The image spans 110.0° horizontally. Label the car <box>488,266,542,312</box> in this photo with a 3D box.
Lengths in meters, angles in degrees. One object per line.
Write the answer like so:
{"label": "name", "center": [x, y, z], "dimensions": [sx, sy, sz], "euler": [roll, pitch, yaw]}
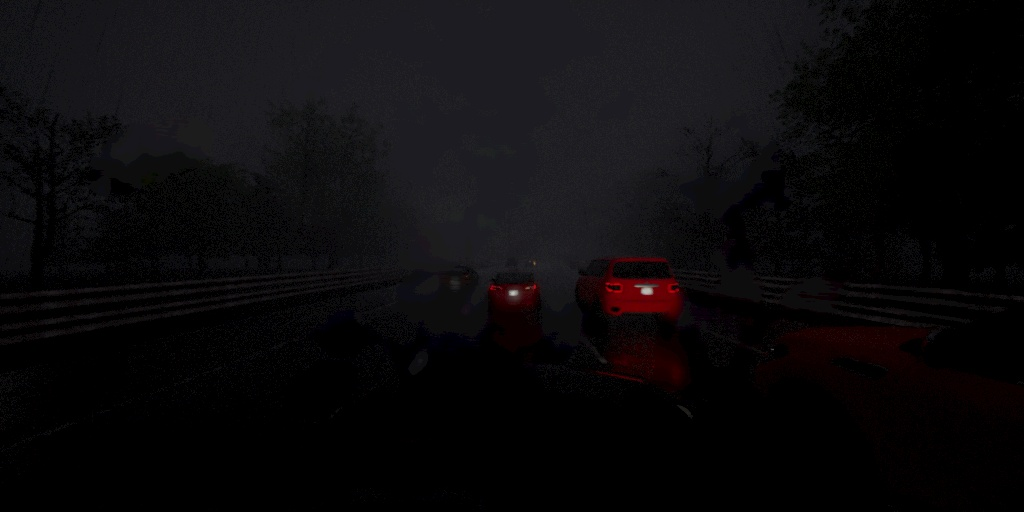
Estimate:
{"label": "car", "center": [0.124, 1.311, 14.568], "dimensions": [2.163, 1.488, 4.792], "euler": [0, 0, 1]}

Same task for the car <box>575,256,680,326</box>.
{"label": "car", "center": [3.561, 1.022, 12.056], "dimensions": [2.150, 2.045, 5.566], "euler": [0, 0, 1]}

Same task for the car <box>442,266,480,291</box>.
{"label": "car", "center": [-3.147, 1.362, 22.674], "dimensions": [1.812, 1.442, 4.674], "euler": [0, 0, 2]}

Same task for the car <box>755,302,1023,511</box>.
{"label": "car", "center": [3.492, 0.975, 1.179], "dimensions": [2.150, 2.045, 5.566], "euler": [0, 0, 0]}
